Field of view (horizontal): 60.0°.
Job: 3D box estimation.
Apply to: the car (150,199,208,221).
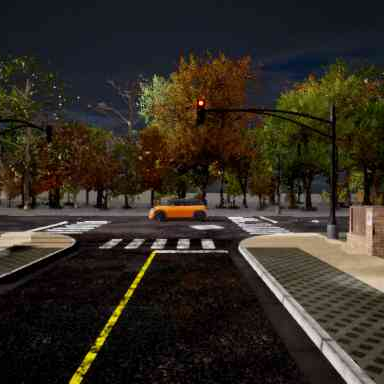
[{"bbox_3d":[-1.041,1.356,26.311,4.553,1.767,2.097,0,0,0],"label":"car"}]
